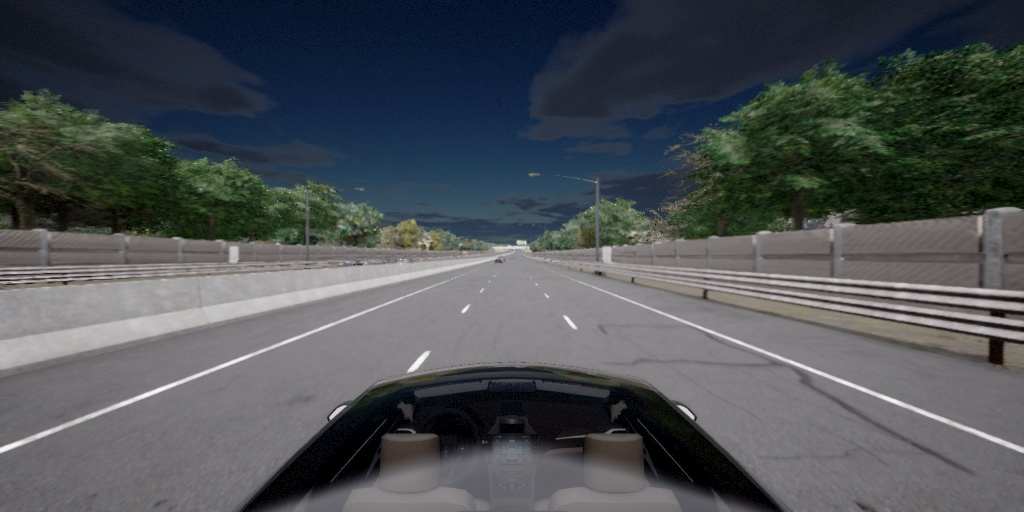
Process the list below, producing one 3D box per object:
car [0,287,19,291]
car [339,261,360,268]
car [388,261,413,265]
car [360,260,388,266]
[{"bbox_3d":[-14.093,1.257,7.652,1.837,1.490,4.892,0,0,0],"label":"car"},{"bbox_3d":[-21.032,1.340,47.328,1.994,1.385,4.181,0,0,0],"label":"car"},{"bbox_3d":[-14.047,1.323,47.171,2.033,1.411,5.357,0,0,1],"label":"car"},{"bbox_3d":[-17.550,1.267,47.142,2.128,1.511,4.902,0,0,0],"label":"car"}]
